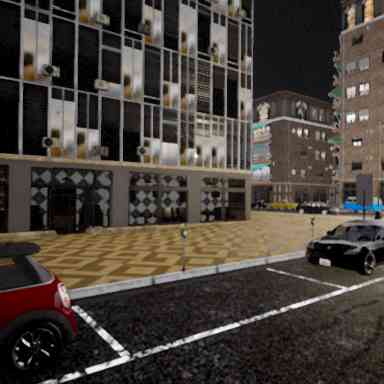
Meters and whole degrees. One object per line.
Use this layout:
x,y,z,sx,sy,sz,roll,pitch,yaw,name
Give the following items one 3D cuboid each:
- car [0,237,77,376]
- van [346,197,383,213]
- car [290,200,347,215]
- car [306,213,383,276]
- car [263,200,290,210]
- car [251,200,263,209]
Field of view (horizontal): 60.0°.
-3.647,1.440,3.947,4.097,1.590,1.967,0,1,-35,car
19.184,1.501,37.457,1.690,1.788,3.998,0,-1,-35,van
12.294,1.601,32.684,2.008,1.369,4.403,0,-1,-35,car
5.434,1.560,10.415,4.313,1.339,1.947,0,1,-35,car
12.762,1.763,46.716,1.752,1.417,4.829,0,-1,-35,car
9.698,1.840,51.137,1.947,1.339,4.313,0,-1,-35,car
